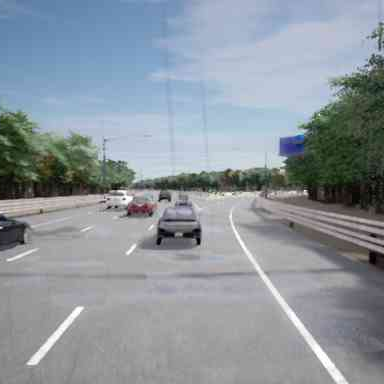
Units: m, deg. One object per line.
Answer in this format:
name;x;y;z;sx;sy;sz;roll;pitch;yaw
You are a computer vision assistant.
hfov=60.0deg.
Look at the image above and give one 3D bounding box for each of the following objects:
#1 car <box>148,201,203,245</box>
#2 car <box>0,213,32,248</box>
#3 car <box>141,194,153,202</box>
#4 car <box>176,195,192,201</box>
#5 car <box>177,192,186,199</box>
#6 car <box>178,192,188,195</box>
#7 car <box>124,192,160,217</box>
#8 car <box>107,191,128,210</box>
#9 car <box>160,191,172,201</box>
car;-0.545;1.385;15.014;2.128;1.511;4.902;0;0;-1
car;-7.400;1.394;11.679;1.812;1.442;4.674;0;0;-1
car;-8.404;1.035;62.337;1.812;1.442;4.674;0;0;-2
car;-0.970;1.305;38.803;1.895;1.301;4.718;0;0;-1
car;-2.642;0.824;85.394;2.097;1.767;4.553;0;0;-4
car;-1.462;1.079;60.616;1.837;1.490;4.892;0;0;-2
car;-4.201;1.112;28.630;2.097;1.767;4.553;0;0;-1
car;-7.828;0.891;36.676;2.150;2.045;5.566;0;0;-1
car;-4.801;0.766;59.987;2.150;2.045;5.566;0;0;-2
